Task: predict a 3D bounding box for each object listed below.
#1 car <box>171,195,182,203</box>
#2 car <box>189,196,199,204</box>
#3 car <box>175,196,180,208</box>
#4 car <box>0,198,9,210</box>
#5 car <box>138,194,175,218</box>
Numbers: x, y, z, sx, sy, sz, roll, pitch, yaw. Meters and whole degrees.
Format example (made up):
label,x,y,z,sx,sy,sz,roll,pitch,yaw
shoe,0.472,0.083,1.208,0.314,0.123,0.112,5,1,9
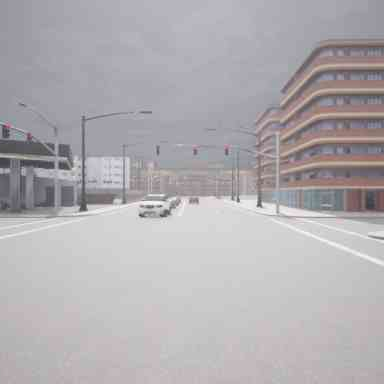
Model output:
label,x,y,z,sx,sy,sz,roll,pitch,yaw
car,-3.183,1.492,68.028,2.128,1.511,4.902,0,0,0
car,0.344,1.491,63.768,2.128,1.511,4.902,0,0,0
car,-3.104,1.548,44.615,2.033,1.411,5.357,0,0,0
car,-23.944,1.456,39.459,3.806,1.475,1.970,0,0,1
car,-3.276,1.222,30.607,2.150,2.045,5.566,0,0,5
